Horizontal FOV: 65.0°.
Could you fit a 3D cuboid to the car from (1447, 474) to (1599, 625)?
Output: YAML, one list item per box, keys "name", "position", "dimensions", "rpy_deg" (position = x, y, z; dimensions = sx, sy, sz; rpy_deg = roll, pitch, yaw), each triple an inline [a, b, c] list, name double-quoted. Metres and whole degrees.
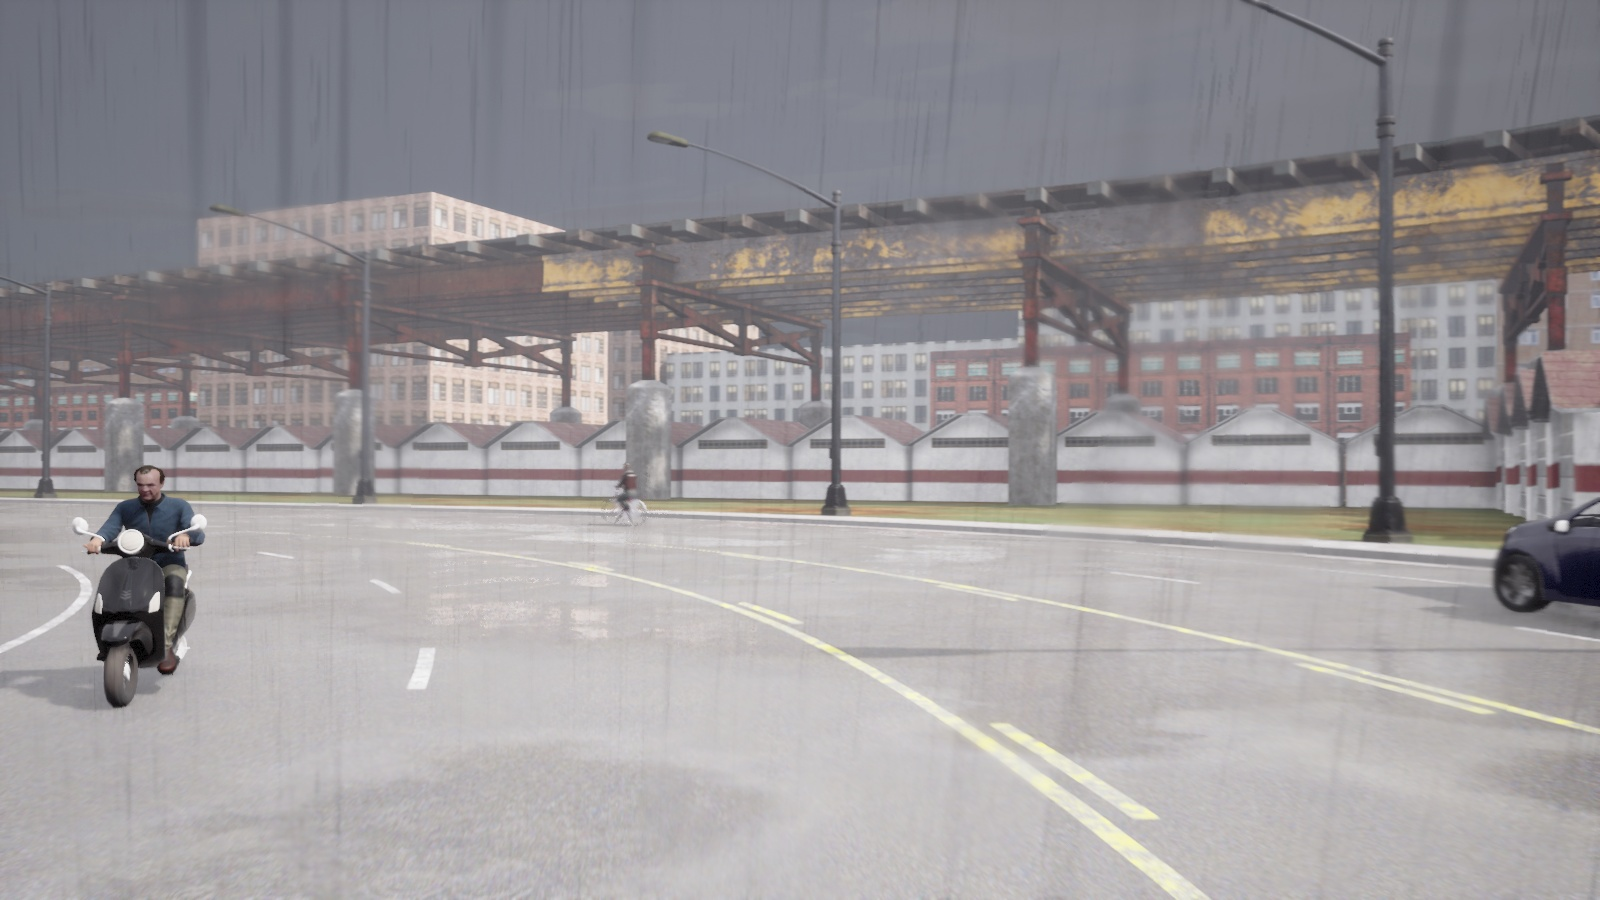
- name: "car"
  position: [8.848, 1.005, 13.037]
  dimensions: [1.845, 1.501, 3.633]
  rpy_deg: [0, -1, -13]

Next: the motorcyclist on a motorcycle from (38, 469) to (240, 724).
- name: "motorcyclist on a motorcycle"
  position: [-4.607, 0.940, 8.901]
  dimensions: [0.866, 1.590, 1.817]
  rpy_deg: [0, -1, -15]

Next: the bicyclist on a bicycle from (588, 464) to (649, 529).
- name: "bicyclist on a bicycle"
  position: [-5.172, 1.309, 35.737]
  dimensions: [1.843, 1.776, 0.659]
  rpy_deg: [-1, 0, 41]
